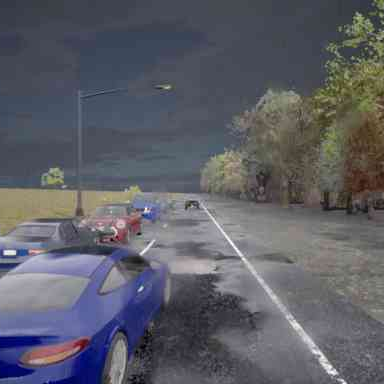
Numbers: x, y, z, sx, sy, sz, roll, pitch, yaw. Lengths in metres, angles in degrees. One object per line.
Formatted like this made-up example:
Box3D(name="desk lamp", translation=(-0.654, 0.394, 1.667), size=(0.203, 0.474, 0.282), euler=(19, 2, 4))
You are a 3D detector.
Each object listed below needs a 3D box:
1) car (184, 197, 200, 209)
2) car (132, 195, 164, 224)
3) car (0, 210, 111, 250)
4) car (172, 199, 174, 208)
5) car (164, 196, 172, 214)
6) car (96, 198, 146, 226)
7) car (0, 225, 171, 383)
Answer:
Box3D(name="car", translation=(0.027, 1.501, 44.337), size=(1.837, 1.490, 4.892), euler=(0, 0, 0))
Box3D(name="car", translation=(-3.623, 1.223, 25.251), size=(2.150, 2.045, 5.566), euler=(0, 0, -1))
Box3D(name="car", translation=(-4.451, 1.549, 10.763), size=(2.033, 1.411, 5.357), euler=(0, 0, 1))
Box3D(name="car", translation=(-3.627, 1.347, 45.262), size=(2.097, 1.767, 4.553), euler=(0, 0, 0))
Box3D(name="car", translation=(-3.620, 1.351, 35.256), size=(2.097, 1.767, 4.553), euler=(0, 0, 0))
Box3D(name="car", translation=(-3.685, 1.354, 15.613), size=(2.097, 1.767, 4.553), euler=(0, 0, 1))
Box3D(name="car", translation=(-1.545, 1.526, 5.012), size=(1.812, 1.442, 4.674), euler=(0, 0, 7))
